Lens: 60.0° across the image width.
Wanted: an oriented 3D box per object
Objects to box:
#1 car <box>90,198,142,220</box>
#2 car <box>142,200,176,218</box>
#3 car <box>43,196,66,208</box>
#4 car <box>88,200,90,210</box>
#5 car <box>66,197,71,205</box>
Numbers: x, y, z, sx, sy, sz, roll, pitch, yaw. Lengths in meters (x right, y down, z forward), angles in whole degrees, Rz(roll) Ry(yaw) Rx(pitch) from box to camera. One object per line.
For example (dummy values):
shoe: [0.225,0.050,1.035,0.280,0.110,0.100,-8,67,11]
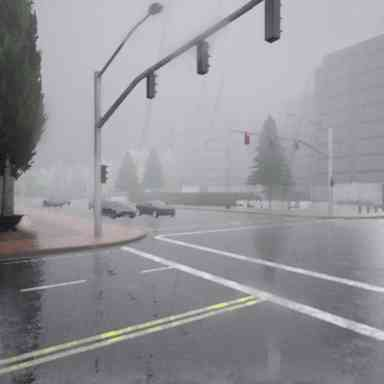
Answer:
car: [-6.632,1.529,28.549,2.033,1.411,5.357,0,0,-36]
car: [-3.355,1.454,29.989,1.882,1.535,5.008,0,0,-36]
car: [-19.657,1.488,46.760,1.837,1.490,4.892,0,0,-35]
car: [-11.448,1.467,41.281,2.128,1.511,4.902,0,0,-36]
car: [-21.813,1.500,55.898,1.837,1.490,4.892,0,0,-36]
